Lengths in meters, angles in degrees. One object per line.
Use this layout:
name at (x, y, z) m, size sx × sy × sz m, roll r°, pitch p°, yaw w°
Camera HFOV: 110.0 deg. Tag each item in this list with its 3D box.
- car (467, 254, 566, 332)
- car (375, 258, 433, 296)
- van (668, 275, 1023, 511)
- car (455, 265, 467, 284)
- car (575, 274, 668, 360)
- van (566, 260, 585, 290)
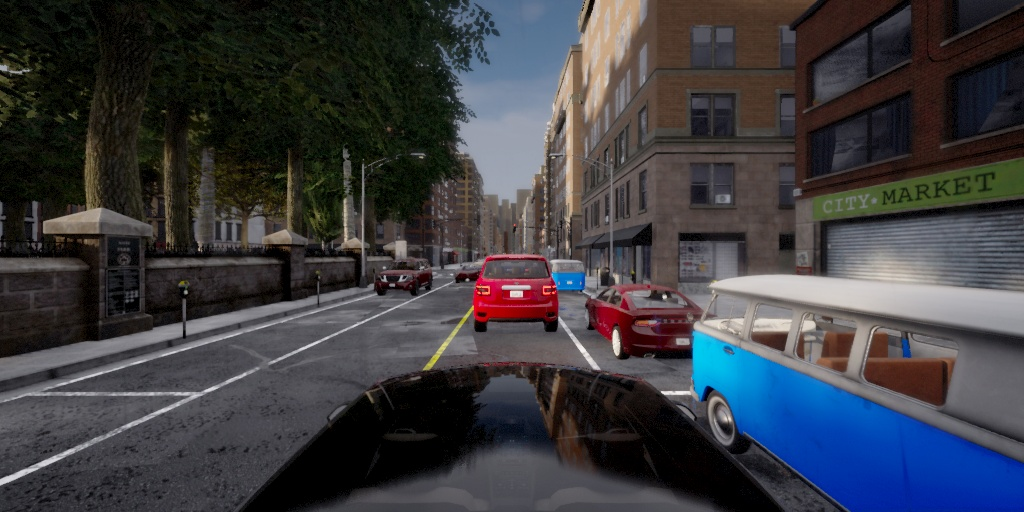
car at (0.095, 0.970, 10.972) m, size 2.150 × 2.045 × 5.566 m, roll 0°, pitch 0°, yaw 0°
car at (-5.673, 1.059, 19.492) m, size 2.192 × 1.841 × 5.009 m, roll 0°, pitch 0°, yaw 0°
van at (2.856, 1.091, 2.553) m, size 1.690 × 1.789 × 3.998 m, roll 0°, pitch 0°, yaw 0°
car at (-3.038, 1.341, 26.771) m, size 1.895 × 1.301 × 4.718 m, roll 0°, pitch 0°, yaw 1°
car at (2.855, 1.294, 8.214) m, size 1.888 × 1.381 × 4.507 m, roll 0°, pitch 0°, yaw 0°
van at (2.851, 1.085, 19.535) m, size 1.690 × 1.789 × 3.998 m, roll 0°, pitch 0°, yaw 0°
